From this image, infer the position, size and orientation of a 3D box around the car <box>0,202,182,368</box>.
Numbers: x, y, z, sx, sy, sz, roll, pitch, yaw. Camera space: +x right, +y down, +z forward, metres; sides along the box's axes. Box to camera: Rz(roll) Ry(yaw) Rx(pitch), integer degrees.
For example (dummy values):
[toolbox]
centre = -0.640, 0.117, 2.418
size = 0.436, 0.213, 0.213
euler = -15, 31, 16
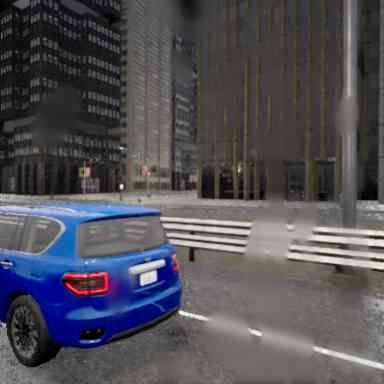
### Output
[car]
centre = -2.753, 1.205, 5.963
size = 5.566, 2.045, 2.150
euler = 1, 0, 36
